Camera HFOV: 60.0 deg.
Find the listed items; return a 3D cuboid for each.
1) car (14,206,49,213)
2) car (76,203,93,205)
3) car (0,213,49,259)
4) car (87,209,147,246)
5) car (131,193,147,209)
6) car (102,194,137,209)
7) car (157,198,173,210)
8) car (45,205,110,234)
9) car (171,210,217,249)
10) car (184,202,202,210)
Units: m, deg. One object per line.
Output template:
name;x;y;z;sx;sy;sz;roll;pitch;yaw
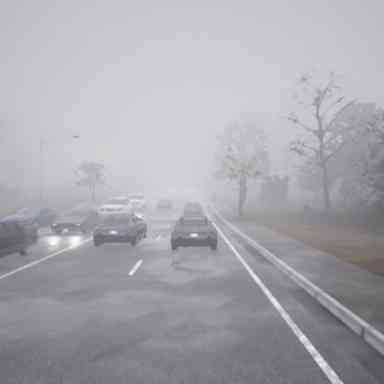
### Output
car;-10.607;1.727;22.384;1.882;1.535;5.008;0;-1;0
car;-10.566;1.814;32.325;1.812;1.442;4.674;0;1;0
car;-7.110;1.674;11.303;2.033;1.411;5.357;0;-1;0
car;-3.412;1.747;16.459;1.994;1.385;4.181;0;-1;0
car;-7.075;1.235;41.788;2.150;2.045;5.566;0;2;0
car;-7.082;1.517;31.564;2.150;2.045;5.566;0;1;0
car;-3.524;1.501;43.684;1.994;1.385;4.181;0;2;0
car;-7.109;1.785;21.377;2.033;1.411;5.357;0;-1;0
car;0.089;1.735;15.410;1.994;1.385;4.181;0;-1;0
car;0.073;1.763;36.802;1.994;1.385;4.181;0;2;0
